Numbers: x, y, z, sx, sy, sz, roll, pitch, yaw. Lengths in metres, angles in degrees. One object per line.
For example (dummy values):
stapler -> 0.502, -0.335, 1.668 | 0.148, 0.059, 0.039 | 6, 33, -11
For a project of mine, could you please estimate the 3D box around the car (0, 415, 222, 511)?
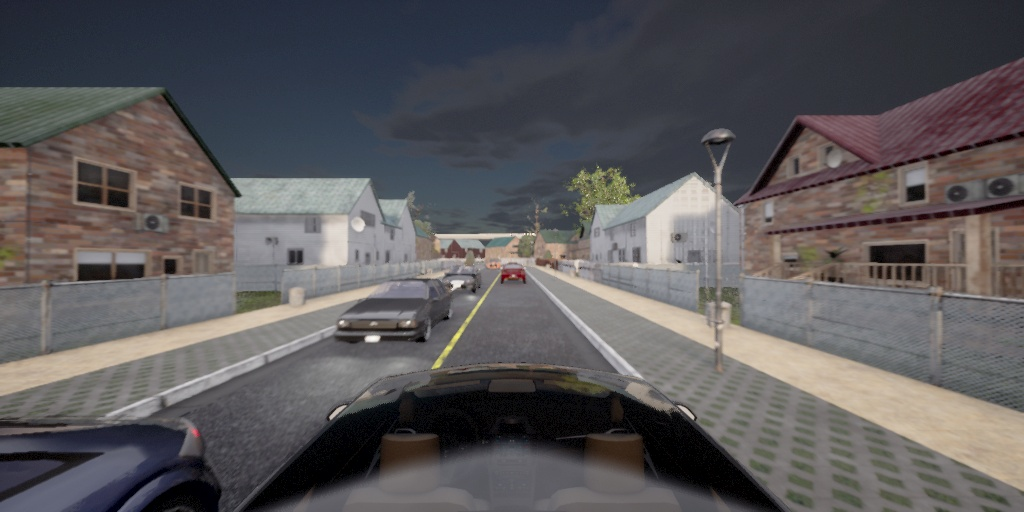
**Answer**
car -> -2.840, 1.313, 0.521 | 1.994, 1.385, 4.181 | 0, 0, 0

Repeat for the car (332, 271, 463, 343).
car -> -2.844, 1.317, 10.008 | 2.033, 1.411, 5.357 | 0, 0, 0

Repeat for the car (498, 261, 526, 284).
car -> 0.095, 1.282, 28.055 | 1.882, 1.535, 5.008 | 0, 0, 0

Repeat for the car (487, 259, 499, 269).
car -> -2.829, 1.199, 56.391 | 2.097, 1.767, 4.553 | 0, 0, 0

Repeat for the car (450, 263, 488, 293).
car -> -2.812, 1.284, 21.037 | 2.128, 1.511, 4.902 | 0, 0, 0
